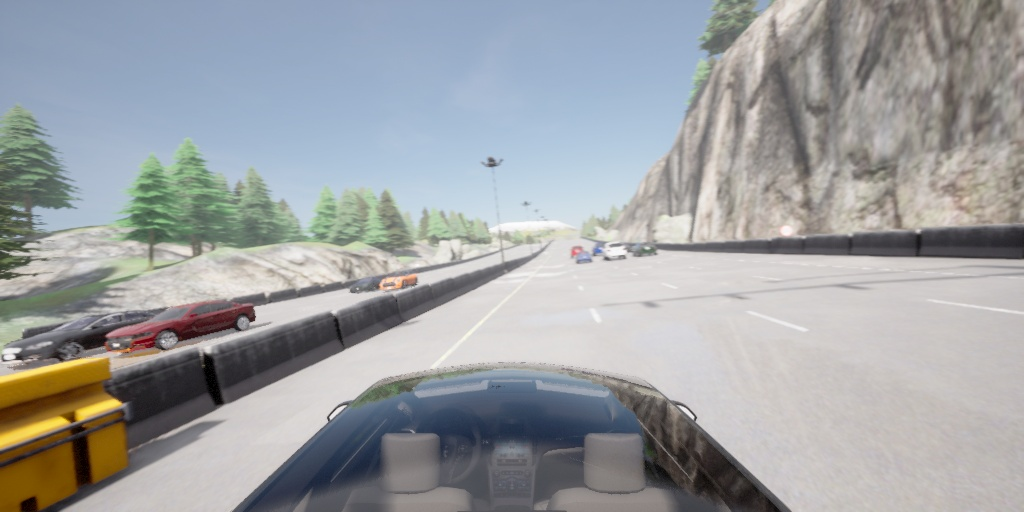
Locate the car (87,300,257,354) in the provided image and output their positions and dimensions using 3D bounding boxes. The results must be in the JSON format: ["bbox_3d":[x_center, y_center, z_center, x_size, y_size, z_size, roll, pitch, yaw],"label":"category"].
[{"bbox_3d":[-12.991,2.669,14.514,1.882,1.535,5.008,-6,1,8],"label":"car"}]

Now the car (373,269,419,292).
[{"bbox_3d":[-10.429,2.163,33.360,2.097,1.767,4.553,-6,1,8],"label":"car"}]

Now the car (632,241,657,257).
[{"bbox_3d":[15.464,-0.894,42.238,2.097,1.767,4.553,-6,1,8],"label":"car"}]

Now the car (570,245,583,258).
[{"bbox_3d":[10.747,-0.756,59.021,2.150,2.045,5.566,-6,1,8],"label":"car"}]

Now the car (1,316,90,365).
[{"bbox_3d":[-16.509,3.079,14.426,2.128,1.511,4.902,-6,0,8],"label":"car"}]

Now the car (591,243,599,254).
[{"bbox_3d":[14.021,-1.101,57.325,2.150,2.045,5.566,-6,1,8],"label":"car"}]

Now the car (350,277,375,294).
[{"bbox_3d":[-13.763,2.746,34.476,1.994,1.385,4.181,-6,1,8],"label":"car"}]

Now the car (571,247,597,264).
[{"bbox_3d":[8.565,0.083,42.960,2.033,1.411,5.357,-6,1,8],"label":"car"}]

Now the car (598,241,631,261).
[{"bbox_3d":[11.916,-0.616,42.080,2.150,2.045,5.566,-6,1,8],"label":"car"}]
